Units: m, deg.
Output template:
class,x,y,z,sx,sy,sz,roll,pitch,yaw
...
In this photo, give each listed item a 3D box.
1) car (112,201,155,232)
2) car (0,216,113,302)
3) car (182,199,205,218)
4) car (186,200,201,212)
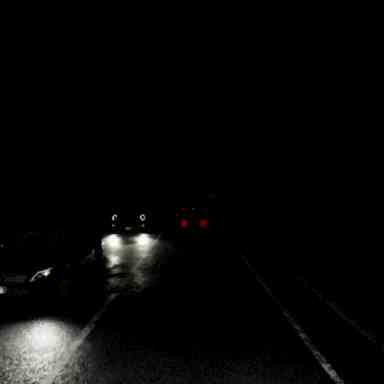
class,x,y,z,sx,sy,sz,roll,pitch,yaw
car,-3.507,1.410,20.373,2.097,1.767,4.553,0,0,0
car,-3.572,1.567,8.509,1.812,1.442,4.674,0,0,0
car,0.140,1.473,31.045,2.097,1.767,4.553,0,0,1
car,0.240,1.815,45.248,1.837,1.490,4.892,0,-1,1
